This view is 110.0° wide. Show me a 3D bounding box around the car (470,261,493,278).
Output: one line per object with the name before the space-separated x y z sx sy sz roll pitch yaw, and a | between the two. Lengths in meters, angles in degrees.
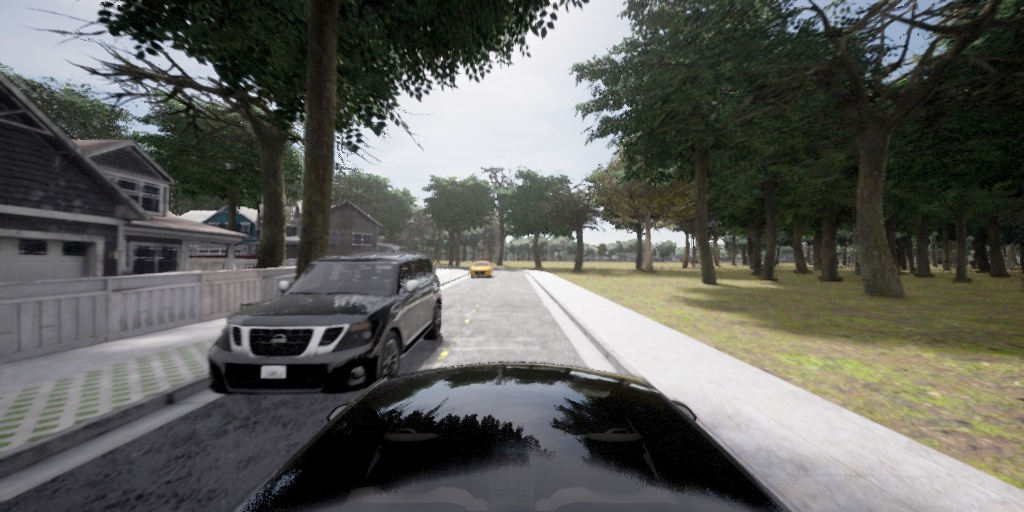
car | -2.863 1.232 34.245 1.882 1.535 5.008 0 0 -1

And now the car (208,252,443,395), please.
car | -2.818 0.961 7.010 2.150 2.045 5.566 0 1 0
